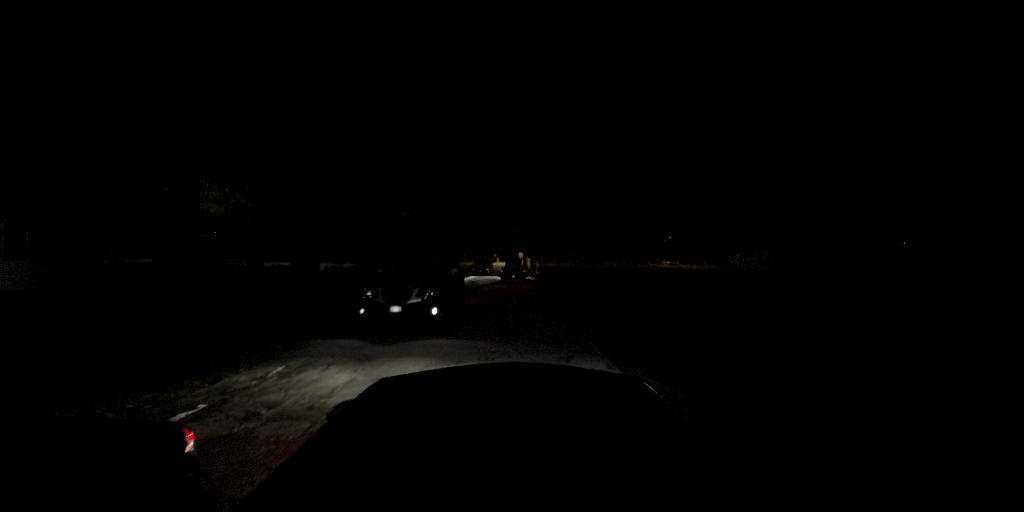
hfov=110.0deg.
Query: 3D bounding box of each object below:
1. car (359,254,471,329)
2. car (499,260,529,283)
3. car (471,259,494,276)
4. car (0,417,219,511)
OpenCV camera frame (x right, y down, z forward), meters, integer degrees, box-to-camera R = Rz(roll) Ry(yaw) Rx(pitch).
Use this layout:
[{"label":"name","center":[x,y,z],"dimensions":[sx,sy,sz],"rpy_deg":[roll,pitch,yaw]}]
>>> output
[{"label":"car","center":[-2.826,0.942,11.505],"dimensions":[2.150,2.045,5.566],"rpy_deg":[0,0,0]},{"label":"car","center":[0.110,1.173,26.674],"dimensions":[1.812,1.442,4.674],"rpy_deg":[0,0,0]},{"label":"car","center":[-2.838,1.104,34.693],"dimensions":[1.837,1.490,4.892],"rpy_deg":[0,0,0]},{"label":"car","center":[-2.834,1.313,0.468],"dimensions":[1.994,1.385,4.181],"rpy_deg":[0,0,1]}]
